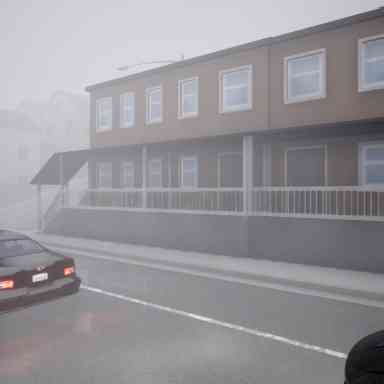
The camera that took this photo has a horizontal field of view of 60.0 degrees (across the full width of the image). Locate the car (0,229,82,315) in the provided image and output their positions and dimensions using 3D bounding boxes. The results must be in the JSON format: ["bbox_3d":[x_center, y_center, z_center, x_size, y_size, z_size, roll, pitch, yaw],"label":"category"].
[{"bbox_3d":[-4.709,1.547,7.320,5.357,1.411,2.033,0,0,36],"label":"car"}]

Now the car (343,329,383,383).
[{"bbox_3d":[3.417,1.478,1.551,5.008,1.535,1.882,0,0,35],"label":"car"}]
